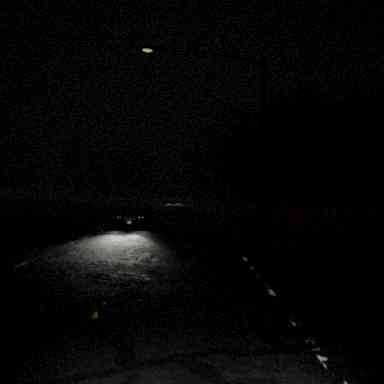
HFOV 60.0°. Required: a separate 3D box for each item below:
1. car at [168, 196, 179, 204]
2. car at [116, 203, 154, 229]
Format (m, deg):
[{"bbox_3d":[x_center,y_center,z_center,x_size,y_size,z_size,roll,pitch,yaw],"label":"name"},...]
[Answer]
[{"bbox_3d":[-3.447,1.563,63.845,1.812,1.442,4.674,0,0,0],"label":"car"},{"bbox_3d":[-3.564,1.461,21.331,2.128,1.511,4.902,0,0,0],"label":"car"}]
